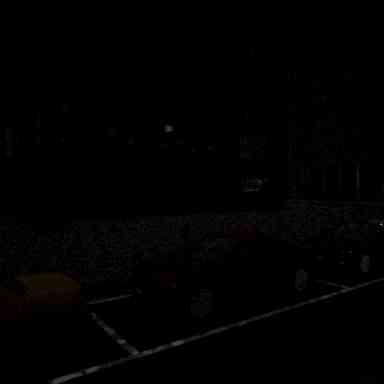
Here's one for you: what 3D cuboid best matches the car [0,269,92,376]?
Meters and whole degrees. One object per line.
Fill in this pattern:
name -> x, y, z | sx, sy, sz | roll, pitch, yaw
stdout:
car -> -3.752, 1.526, 3.985 | 4.829, 1.417, 1.752 | 0, 0, -36

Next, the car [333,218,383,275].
car -> 5.381, 1.549, 10.503 | 4.507, 1.381, 1.887 | 0, 0, -36

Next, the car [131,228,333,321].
car -> 0.883, 1.547, 7.293 | 4.507, 1.381, 1.887 | 0, 0, -36
